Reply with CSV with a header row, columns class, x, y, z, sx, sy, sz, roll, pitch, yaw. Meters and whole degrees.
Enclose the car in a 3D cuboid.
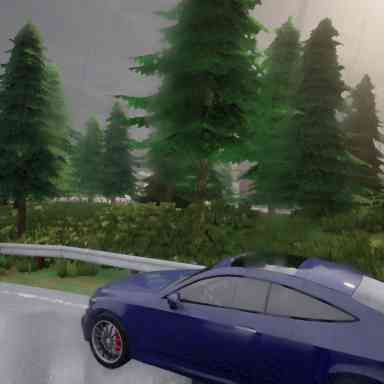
class,x,y,z,sx,sy,sz,roll,pitch,yaw
car,0.726,1.500,4.117,4.674,1.442,1.812,1,1,31
